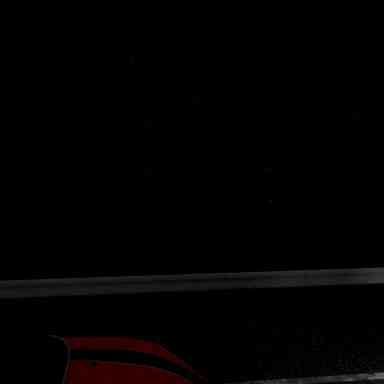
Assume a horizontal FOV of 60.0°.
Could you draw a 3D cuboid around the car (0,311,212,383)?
[{"bbox_3d":[-1.869,1.352,1.646,4.553,1.767,2.097,0,0,-6],"label":"car"}]
